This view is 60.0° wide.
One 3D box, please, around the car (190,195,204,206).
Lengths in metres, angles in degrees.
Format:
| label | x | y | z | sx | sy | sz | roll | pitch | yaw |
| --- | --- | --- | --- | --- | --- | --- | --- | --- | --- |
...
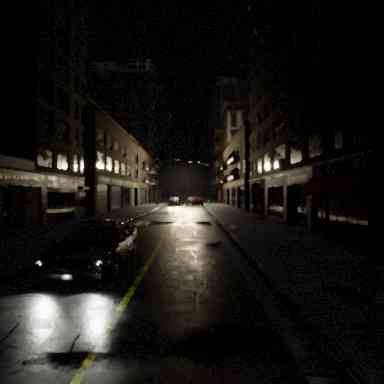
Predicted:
| label | x | y | z | sx | sy | sz | roll | pitch | yaw |
| --- | --- | --- | --- | --- | --- | --- | --- | --- | --- |
| car | 0.947 | 1.559 | 55.342 | 1.882 | 1.535 | 5.008 | 0 | 0 | 0 |

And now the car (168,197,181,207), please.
| label | x | y | z | sx | sy | sz | roll | pitch | yaw |
| --- | --- | --- | --- | --- | --- | --- | --- | --- | --- |
| car | -2.826 | 1.568 | 53.254 | 2.128 | 1.511 | 4.902 | 0 | 0 | 0 |

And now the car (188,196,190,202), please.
| label | x | y | z | sx | sy | sz | roll | pitch | yaw |
| --- | --- | --- | --- | --- | --- | --- | --- | --- | --- |
| car | -0.019 | 1.560 | 73.107 | 1.895 | 1.301 | 4.718 | 0 | 0 | 0 |

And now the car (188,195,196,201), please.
| label | x | y | z | sx | sy | sz | roll | pitch | yaw |
| --- | --- | --- | --- | --- | --- | --- | --- | --- | --- |
| car | -0.024 | 1.646 | 90.937 | 2.128 | 1.511 | 4.902 | 0 | 0 | 0 |

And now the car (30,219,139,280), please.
| label | x | y | z | sx | sy | sz | roll | pitch | yaw |
| --- | --- | --- | --- | --- | --- | --- | --- | --- | --- |
| car | -2.856 | 1.557 | 10.237 | 2.033 | 1.411 | 5.357 | 0 | 0 | 0 |
